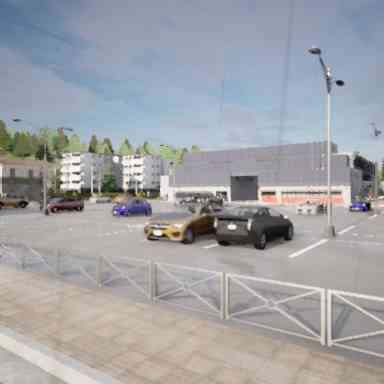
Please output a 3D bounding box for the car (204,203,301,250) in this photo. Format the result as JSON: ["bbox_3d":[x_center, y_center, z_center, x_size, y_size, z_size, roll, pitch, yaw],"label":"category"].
[{"bbox_3d":[2.646,1.347,13.664,2.007,1.523,4.514,0,0,35],"label":"car"}]

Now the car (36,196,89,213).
[{"bbox_3d":[-13.358,1.340,34.312,2.007,1.523,4.514,0,0,35],"label":"car"}]

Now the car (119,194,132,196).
[{"bbox_3d":[-10.555,1.207,54.472,2.152,1.636,5.027,0,0,35],"label":"car"}]

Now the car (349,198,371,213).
[{"bbox_3d":[17.631,1.379,34.953,1.845,1.501,3.633,0,0,35],"label":"car"}]

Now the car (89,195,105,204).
[{"bbox_3d":[-15.988,1.295,57.903,1.970,1.475,3.806,0,0,35],"label":"car"}]

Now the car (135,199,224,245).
[{"bbox_3d":[0.052,1.342,15.427,2.152,1.636,5.027,0,0,35],"label":"car"}]

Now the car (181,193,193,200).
[{"bbox_3d":[-0.095,1.113,47.104,1.905,1.878,3.866,0,0,35],"label":"car"}]

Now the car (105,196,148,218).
[{"bbox_3d":[-5.213,1.347,28.523,1.845,1.501,3.633,0,0,35],"label":"car"}]

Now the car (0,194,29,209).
[{"bbox_3d":[-23.132,1.156,42.068,1.932,1.855,4.605,0,0,35],"label":"car"}]

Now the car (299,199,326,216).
[{"bbox_3d":[10.921,1.395,30.602,1.970,1.475,3.806,0,0,35],"label":"car"}]

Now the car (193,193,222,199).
[{"bbox_3d":[2.517,1.129,45.767,1.932,1.855,4.605,0,0,35],"label":"car"}]
